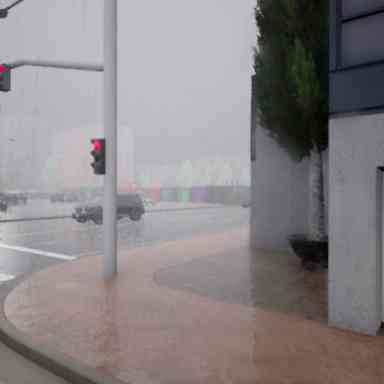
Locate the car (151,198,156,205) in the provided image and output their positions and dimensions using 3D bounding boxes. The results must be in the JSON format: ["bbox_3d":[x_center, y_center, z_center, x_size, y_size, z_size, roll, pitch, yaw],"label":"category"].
[{"bbox_3d":[-7.552,1.287,52.350,3.806,1.475,1.970,0,0,35],"label":"car"}]

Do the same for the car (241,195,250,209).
[{"bbox_3d":[8.512,1.171,43.220,2.150,2.045,5.566,0,0,37],"label":"car"}]

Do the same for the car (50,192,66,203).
[{"bbox_3d":[-23.534,0.993,60.121,4.605,1.855,1.932,0,0,35],"label":"car"}]

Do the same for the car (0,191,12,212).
[{"bbox_3d":[-20.567,1.048,33.973,3.866,1.878,1.905,0,0,35],"label":"car"}]

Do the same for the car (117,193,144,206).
[{"bbox_3d":[-9.236,1.048,49.995,3.866,1.878,1.905,0,0,35],"label":"car"}]

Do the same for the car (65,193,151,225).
[{"bbox_3d":[-5.870,1.162,24.051,2.150,2.045,5.566,0,1,36],"label":"car"}]

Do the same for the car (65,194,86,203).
[{"bbox_3d":[-21.805,1.204,62.446,3.905,1.438,1.784,0,0,35],"label":"car"}]
